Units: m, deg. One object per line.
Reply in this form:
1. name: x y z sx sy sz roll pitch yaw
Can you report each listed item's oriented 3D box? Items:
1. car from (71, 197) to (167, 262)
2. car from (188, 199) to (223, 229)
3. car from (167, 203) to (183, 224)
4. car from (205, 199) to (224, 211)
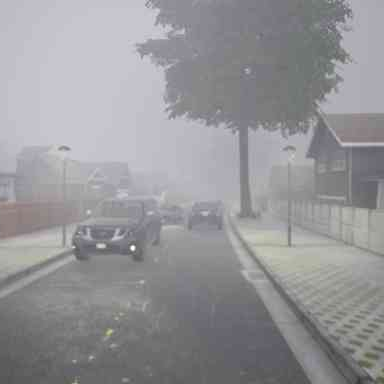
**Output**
1. car: -2.500 1.222 12.550 2.150 2.045 5.566 0 0 4
2. car: 0.918 1.371 21.908 2.097 1.767 4.553 0 0 4
3. car: -1.753 1.566 25.347 2.033 1.411 5.357 0 0 5
4. car: 2.955 1.613 42.470 2.033 1.411 5.357 0 0 7
